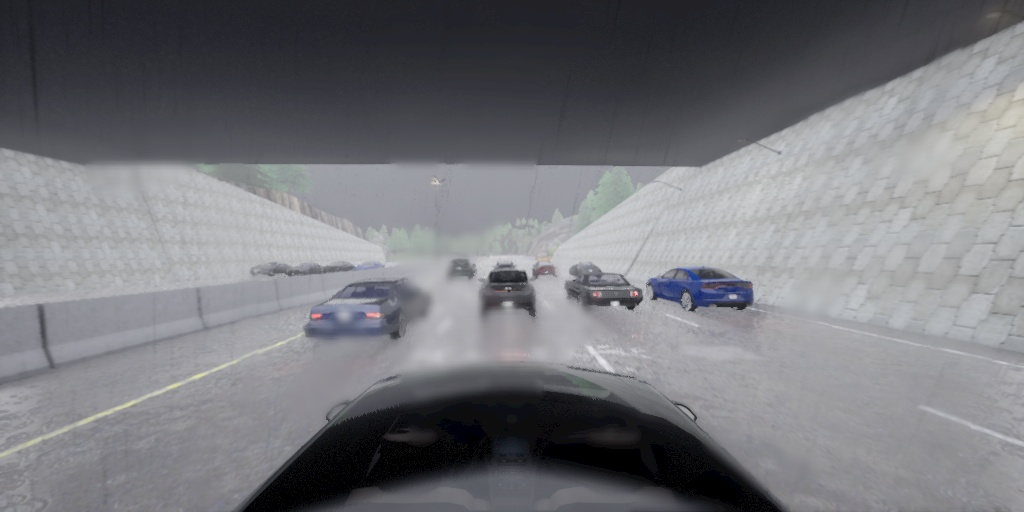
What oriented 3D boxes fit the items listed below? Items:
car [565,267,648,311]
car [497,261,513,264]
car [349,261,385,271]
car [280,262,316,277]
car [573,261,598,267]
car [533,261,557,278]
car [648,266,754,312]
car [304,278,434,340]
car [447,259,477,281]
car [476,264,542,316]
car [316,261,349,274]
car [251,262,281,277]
[{"bbox_3d":[3.332,1.278,13.990,1.895,1.301,4.718,-1,0,-1],"label":"car"},{"bbox_3d":[-0.603,1.170,30.531,1.837,1.490,4.892,-1,0,-1],"label":"car"},{"bbox_3d":[-14.906,1.267,37.721,1.882,1.535,5.008,-1,0,-1],"label":"car"},{"bbox_3d":[-21.915,1.408,38.436,2.033,1.411,5.357,-1,0,-1],"label":"car"},{"bbox_3d":[6.378,1.154,31.412,1.994,1.385,4.181,-1,0,-2],"label":"car"},{"bbox_3d":[2.855,1.152,31.677,1.812,1.442,4.674,-1,0,-2],"label":"car"},{"bbox_3d":[6.840,1.120,13.669,1.882,1.535,5.008,-1,0,-1],"label":"car"},{"bbox_3d":[-3.568,1.308,10.012,2.033,1.411,5.357,-1,0,-1],"label":"car"},{"bbox_3d":[-4.095,1.054,30.130,2.097,1.767,4.553,-1,0,-1],"label":"car"},{"bbox_3d":[-0.149,1.220,13.175,1.837,1.490,4.892,-1,0,-1],"label":"car"},{"bbox_3d":[-18.414,1.305,38.262,1.882,1.535,5.008,-1,0,-1],"label":"car"},{"bbox_3d":[-25.411,1.391,38.093,2.128,1.511,4.902,-1,0,-1],"label":"car"}]
